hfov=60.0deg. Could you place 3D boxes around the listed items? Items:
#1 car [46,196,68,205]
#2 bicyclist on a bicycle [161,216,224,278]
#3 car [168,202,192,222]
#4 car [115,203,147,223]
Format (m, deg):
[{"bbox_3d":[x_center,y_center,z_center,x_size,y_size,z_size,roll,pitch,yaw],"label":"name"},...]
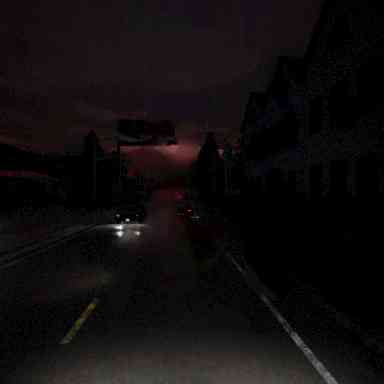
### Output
[{"bbox_3d":[-24.747,1.658,62.244,4.611,1.667,2.242,0,0,-3],"label":"car"},{"bbox_3d":[0.011,1.442,8.718,1.656,1.620,0.582,-1,0,-2],"label":"bicyclist on a bicycle"},{"bbox_3d":[-0.938,1.520,26.155,1.812,1.442,4.674,0,0,-2],"label":"car"},{"bbox_3d":[-4.520,1.542,25.407,2.033,1.411,5.357,0,0,-2],"label":"car"}]
